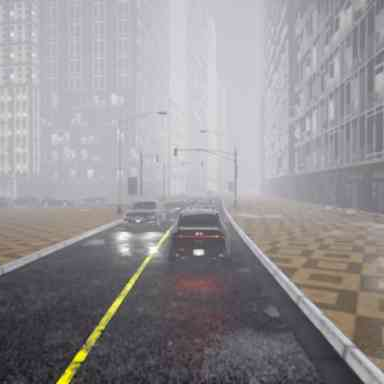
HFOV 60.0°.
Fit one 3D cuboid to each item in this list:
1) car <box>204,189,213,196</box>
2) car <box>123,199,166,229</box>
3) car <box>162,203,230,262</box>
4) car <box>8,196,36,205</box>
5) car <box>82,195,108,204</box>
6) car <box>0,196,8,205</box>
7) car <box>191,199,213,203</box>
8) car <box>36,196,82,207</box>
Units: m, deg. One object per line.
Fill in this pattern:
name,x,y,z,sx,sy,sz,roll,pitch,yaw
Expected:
car,4.318,0.145,84.351,1.837,1.490,4.892,0,1,10
car,-2.651,1.218,19.370,1.837,1.490,4.892,0,0,3
car,0.255,1.337,11.432,1.837,1.490,4.892,0,1,2
car,-25.841,1.275,52.105,4.313,1.339,1.947,-1,1,12
car,-14.842,1.099,49.747,4.403,1.369,2.008,-1,1,12
car,-31.341,1.357,53.284,4.313,1.339,1.947,-1,1,12
car,0.846,1.207,26.326,1.895,1.301,4.718,0,1,3
car,-16.596,1.184,41.553,4.403,1.369,2.008,-1,1,12
